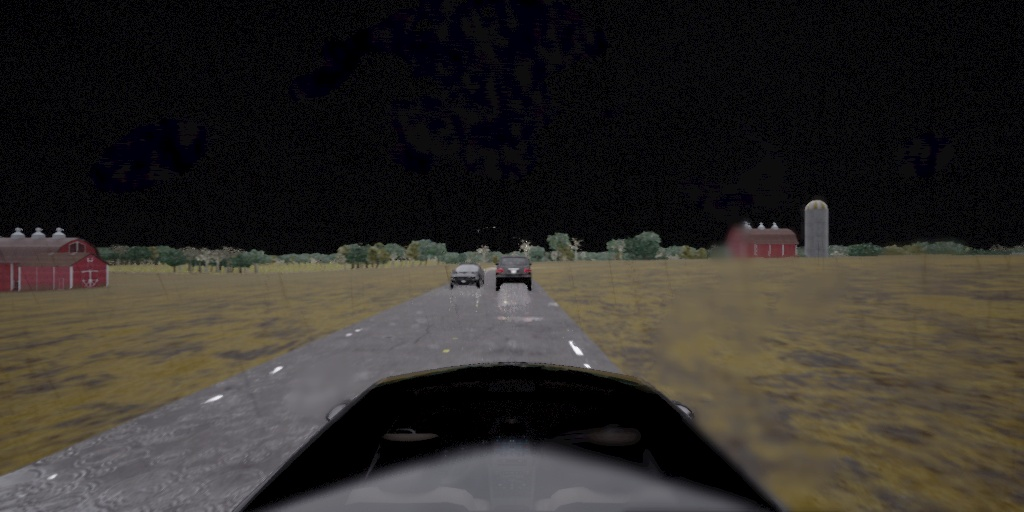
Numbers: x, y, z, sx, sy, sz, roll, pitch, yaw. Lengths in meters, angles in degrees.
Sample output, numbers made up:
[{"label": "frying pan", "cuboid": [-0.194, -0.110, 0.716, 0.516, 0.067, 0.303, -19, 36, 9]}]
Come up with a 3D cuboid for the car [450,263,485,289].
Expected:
[{"label": "car", "cuboid": [-2.847, 1.230, 23.589, 1.882, 1.535, 5.008, 0, 0, 0]}]

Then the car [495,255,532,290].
[{"label": "car", "cuboid": [0.101, 0.974, 22.709, 2.150, 2.045, 5.566, 0, 0, 0]}]
